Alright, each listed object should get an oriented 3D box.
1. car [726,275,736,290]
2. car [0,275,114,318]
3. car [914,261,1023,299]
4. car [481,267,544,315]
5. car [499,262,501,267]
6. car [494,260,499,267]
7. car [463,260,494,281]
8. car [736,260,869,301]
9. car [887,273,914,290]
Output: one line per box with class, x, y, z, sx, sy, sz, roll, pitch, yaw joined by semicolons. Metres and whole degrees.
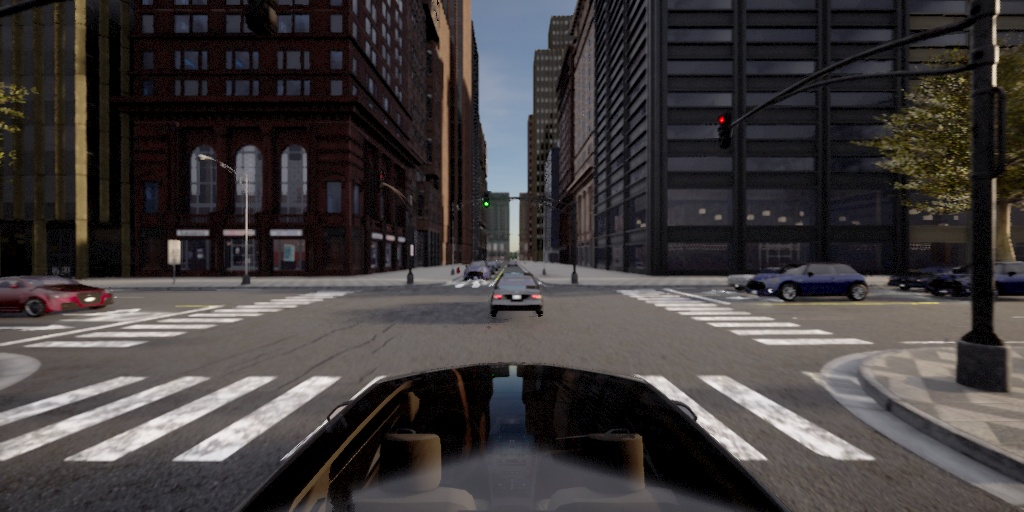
car;14.530;1.311;19.785;4.718;1.301;1.895;0;0;-2
car;-17.420;1.408;13.127;4.181;1.385;1.994;0;0;0
car;22.119;1.046;16.524;4.553;1.767;2.097;0;0;0
car;0.177;1.331;13.658;2.033;1.411;5.357;0;0;1
car;-2.869;1.438;51.482;2.033;1.411;5.357;0;0;0
car;-2.931;1.422;41.261;1.994;1.385;4.181;0;0;0
car;-2.948;1.181;31.301;2.097;1.767;4.553;0;0;0
car;13.404;1.075;16.536;4.553;1.767;2.097;0;0;0
car;24.176;1.225;19.774;5.357;1.411;2.033;0;0;0
